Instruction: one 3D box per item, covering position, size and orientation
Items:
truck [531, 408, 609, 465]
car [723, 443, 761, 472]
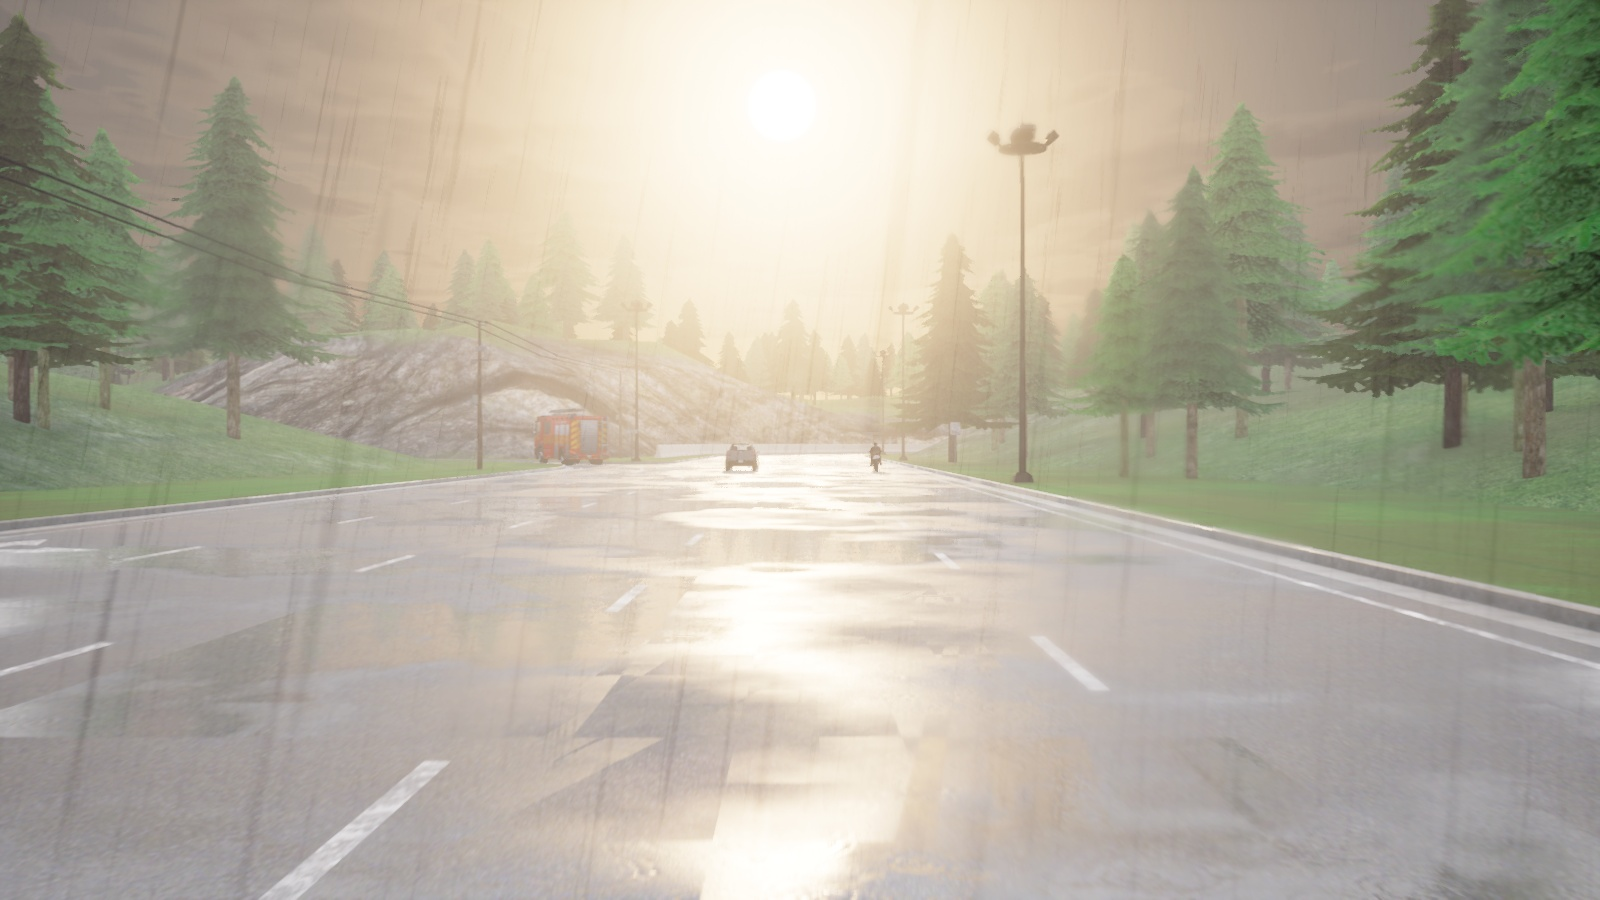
[{"bbox_3d":[-16.207,-0.928,87.913,2.891,3.827,8.468,0,0,-28],"label":"truck"},{"bbox_3d":[-3.099,0.375,67.789,1.845,1.501,3.633,0,0,0],"label":"car"}]
